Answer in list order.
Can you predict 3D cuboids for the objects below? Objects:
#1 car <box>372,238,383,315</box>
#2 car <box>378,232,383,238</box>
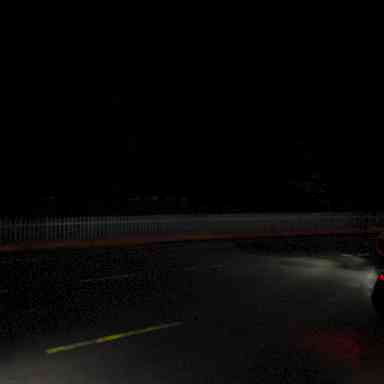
[{"bbox_3d":[5.299,1.613,5.904,4.181,1.385,1.994,0,0,-24],"label":"car"},{"bbox_3d":[8.607,1.558,11.059,5.008,1.535,1.882,1,0,-15],"label":"car"}]
